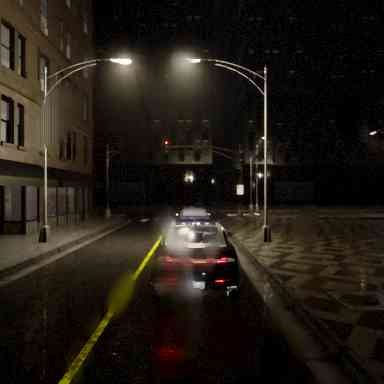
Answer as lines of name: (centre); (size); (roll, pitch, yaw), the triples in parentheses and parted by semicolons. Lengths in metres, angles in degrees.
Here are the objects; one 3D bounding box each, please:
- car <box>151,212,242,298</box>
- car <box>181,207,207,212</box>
car: (0.088, 1.491, 8.501); (2.128, 1.511, 4.902); (0, 0, 0)
car: (0.096, 1.547, 18.612); (2.033, 1.411, 5.357); (0, 0, -2)
